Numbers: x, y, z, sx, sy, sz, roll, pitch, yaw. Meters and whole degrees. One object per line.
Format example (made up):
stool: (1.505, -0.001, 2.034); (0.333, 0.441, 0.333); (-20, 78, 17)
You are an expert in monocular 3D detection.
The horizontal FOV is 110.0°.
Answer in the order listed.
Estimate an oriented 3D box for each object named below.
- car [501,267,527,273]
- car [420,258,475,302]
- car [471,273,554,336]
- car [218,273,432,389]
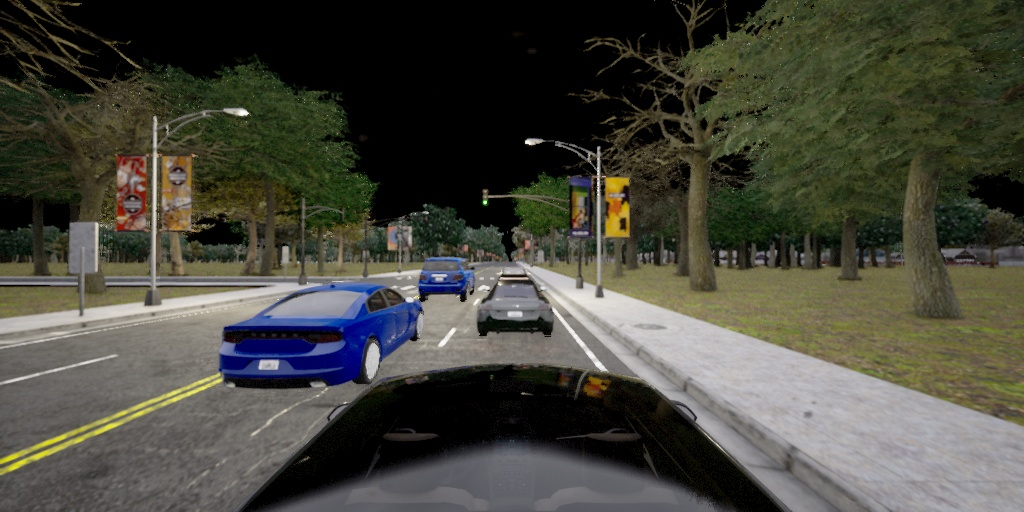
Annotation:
car: (0.101, 1.395, 21.083); (2.128, 1.511, 4.902); (0, 0, 0)
car: (-3.150, 1.105, 18.205); (2.150, 2.045, 5.566); (0, 0, 0)
car: (0.097, 1.384, 10.649); (1.994, 1.385, 4.181); (0, 0, 1)
car: (-3.151, 1.270, 7.108); (1.882, 1.535, 5.008); (0, 0, 0)
